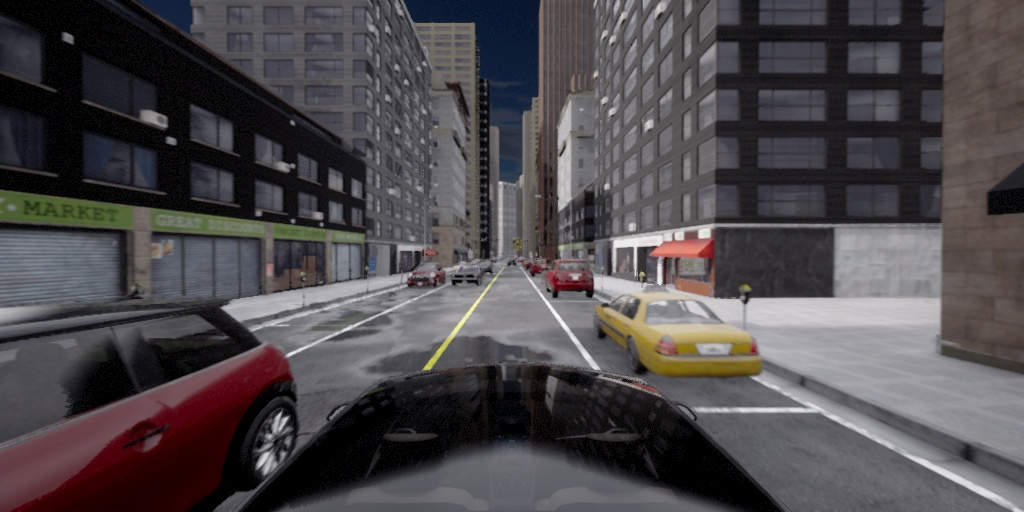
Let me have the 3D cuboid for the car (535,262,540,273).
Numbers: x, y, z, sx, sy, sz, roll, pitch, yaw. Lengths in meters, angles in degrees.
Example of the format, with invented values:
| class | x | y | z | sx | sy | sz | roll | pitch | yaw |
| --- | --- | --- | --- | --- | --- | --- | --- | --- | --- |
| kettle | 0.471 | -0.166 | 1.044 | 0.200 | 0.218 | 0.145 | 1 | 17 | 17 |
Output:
| class | x | y | z | sx | sy | sz | roll | pitch | yaw |
| --- | --- | --- | --- | --- | --- | --- | --- | --- | --- |
| car | 2.862 | 1.309 | 24.147 | 2.007 | 1.370 | 4.403 | 0 | 0 | 0 |

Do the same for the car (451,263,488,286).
| class | x | y | z | sx | sy | sz | roll | pitch | yaw |
| --- | --- | --- | --- | --- | --- | --- | --- | --- | --- |
| car | -3.018 | 1.353 | 25.104 | 1.895 | 1.301 | 4.718 | 0 | 0 | 0 |

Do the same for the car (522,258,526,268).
| class | x | y | z | sx | sy | sz | roll | pitch | yaw |
| --- | --- | --- | --- | --- | --- | --- | --- | --- | --- |
| car | 2.874 | 1.314 | 52.394 | 1.888 | 1.381 | 4.507 | 0 | 0 | 0 |

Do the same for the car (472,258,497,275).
| class | x | y | z | sx | sy | sz | roll | pitch | yaw |
| --- | --- | --- | --- | --- | --- | --- | --- | --- | --- |
| car | -2.998 | 1.264 | 39.862 | 1.837 | 1.490 | 4.892 | 0 | -1 | 0 |

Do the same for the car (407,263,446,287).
| class | x | y | z | sx | sy | sz | roll | pitch | yaw |
| --- | --- | --- | --- | --- | --- | --- | --- | --- | --- |
| car | -5.664 | 1.188 | 24.146 | 1.967 | 1.591 | 4.097 | 0 | 0 | 0 |

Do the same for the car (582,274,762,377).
| class | x | y | z | sx | sy | sz | roll | pitch | yaw |
| --- | --- | --- | --- | --- | --- | --- | --- | --- | --- |
| car | 2.855 | 1.280 | 7.369 | 1.751 | 1.417 | 4.829 | 0 | 0 | 0 |

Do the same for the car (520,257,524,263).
| class | x | y | z | sx | sy | sz | roll | pitch | yaw |
| --- | --- | --- | --- | --- | --- | --- | --- | --- | --- |
| car | 2.879 | 1.358 | 63.693 | 1.802 | 1.307 | 4.207 | 0 | 0 | 0 |

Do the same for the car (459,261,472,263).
| class | x | y | z | sx | sy | sz | roll | pitch | yaw |
| --- | --- | --- | --- | --- | --- | --- | --- | --- | --- |
| car | -5.657 | 1.278 | 40.923 | 1.751 | 1.417 | 4.829 | 0 | 0 | 0 |

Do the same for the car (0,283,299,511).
| class | x | y | z | sx | sy | sz | roll | pitch | yaw |
| --- | --- | --- | --- | --- | --- | --- | --- | --- | --- |
| car | -3.102 | 1.101 | 1.533 | 2.097 | 1.767 | 4.553 | 0 | 0 | 0 |

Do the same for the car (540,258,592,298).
| class | x | y | z | sx | sy | sz | roll | pitch | yaw |
| --- | --- | --- | --- | --- | --- | --- | --- | --- | --- |
| car | 2.859 | 1.072 | 18.497 | 2.192 | 1.841 | 5.009 | 0 | 0 | 0 |

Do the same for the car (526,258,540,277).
| class | x | y | z | sx | sy | sz | roll | pitch | yaw |
| --- | --- | --- | --- | --- | --- | --- | --- | --- | --- |
| car | 2.866 | 1.077 | 35.449 | 2.192 | 1.841 | 5.009 | 0 | 0 | 0 |
